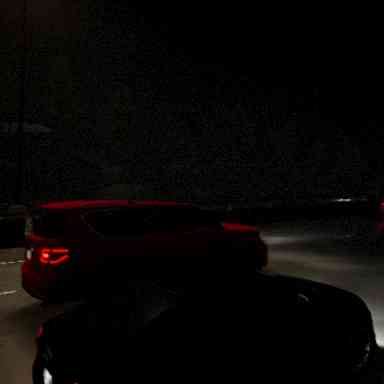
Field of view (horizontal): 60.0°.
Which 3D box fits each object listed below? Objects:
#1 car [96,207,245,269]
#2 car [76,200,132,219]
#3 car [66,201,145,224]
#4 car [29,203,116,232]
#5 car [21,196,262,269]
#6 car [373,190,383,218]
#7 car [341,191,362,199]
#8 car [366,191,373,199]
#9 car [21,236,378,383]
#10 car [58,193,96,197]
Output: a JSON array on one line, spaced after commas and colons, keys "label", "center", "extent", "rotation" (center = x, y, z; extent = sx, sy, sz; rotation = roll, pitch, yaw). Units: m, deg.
[{"label": "car", "center": [-0.652, 1.427, 11.878], "extent": [4.902, 1.511, 2.128], "rotation": [-1, 0, -36]}, {"label": "car", "center": [-7.542, 1.447, 28.704], "extent": [4.181, 1.385, 1.994], "rotation": [-1, 1, -35]}, {"label": "car", "center": [-6.458, 1.446, 25.179], "extent": [5.357, 1.411, 2.033], "rotation": [-1, 1, -35]}, {"label": "car", "center": [-7.240, 1.466, 20.323], "extent": [4.674, 1.442, 1.812], "rotation": [-1, 1, -35]}, {"label": "car", "center": [-0.744, 1.185, 7.529], "extent": [5.566, 2.045, 2.150], "rotation": [-1, 0, -36]}, {"label": "car", "center": [15.402, 0.861, 23.312], "extent": [5.566, 2.045, 2.150], "rotation": [-1, 1, -35]}, {"label": "car", "center": [27.889, 0.529, 58.170], "extent": [4.181, 1.385, 1.994], "rotation": [-2, 1, -35]}, {"label": "car", "center": [31.590, 0.397, 56.510], "extent": [5.008, 1.535, 1.882], "rotation": [-2, 1, -35]}, {"label": "car", "center": [0.392, 1.538, 4.025], "extent": [4.181, 1.385, 1.994], "rotation": [-1, 0, -35]}, {"label": "car", "center": [-11.272, 1.130, 30.344], "extent": [5.566, 2.045, 2.150], "rotation": [-1, 1, -35]}]
